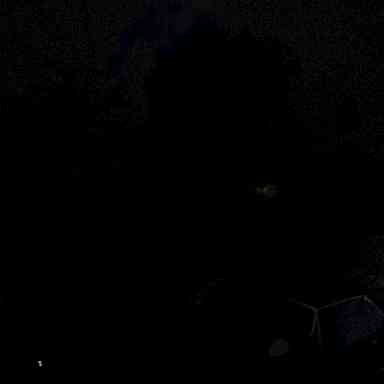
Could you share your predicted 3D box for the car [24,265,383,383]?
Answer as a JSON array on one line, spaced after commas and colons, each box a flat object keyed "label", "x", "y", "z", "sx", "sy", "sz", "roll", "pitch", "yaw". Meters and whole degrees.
[{"label": "car", "x": 0.815, "y": 1.625, "z": 3.627, "sx": 4.718, "sy": 1.301, "sz": 1.895, "roll": 0, "pitch": 0, "yaw": -37}]
